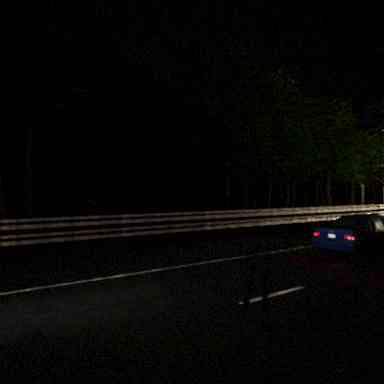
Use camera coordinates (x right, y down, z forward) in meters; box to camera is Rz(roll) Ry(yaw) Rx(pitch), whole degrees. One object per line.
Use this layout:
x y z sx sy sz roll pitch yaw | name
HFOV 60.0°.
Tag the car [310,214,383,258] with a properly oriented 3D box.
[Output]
6.869 1.573 12.948 5.357 1.411 2.033 0 0 -36 | car
